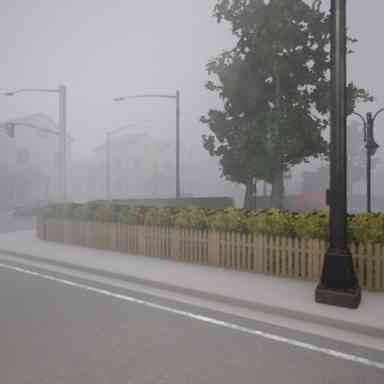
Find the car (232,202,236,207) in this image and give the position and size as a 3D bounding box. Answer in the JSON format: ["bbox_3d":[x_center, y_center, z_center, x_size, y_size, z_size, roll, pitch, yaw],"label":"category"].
[{"bbox_3d":[4.863,1.558,49.139,1.994,1.385,4.181,0,0,35],"label":"car"}]

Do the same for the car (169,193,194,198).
[{"bbox_3d":[-1.748,1.215,46.098,2.150,2.045,5.566,0,0,35],"label":"car"}]

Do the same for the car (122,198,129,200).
[{"bbox_3d":[-7.707,1.471,37.537,1.882,1.535,5.008,0,0,35],"label":"car"}]

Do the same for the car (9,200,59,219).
[{"bbox_3d":[-13.419,1.485,29.319,2.128,1.511,4.902,0,0,35],"label":"car"}]
